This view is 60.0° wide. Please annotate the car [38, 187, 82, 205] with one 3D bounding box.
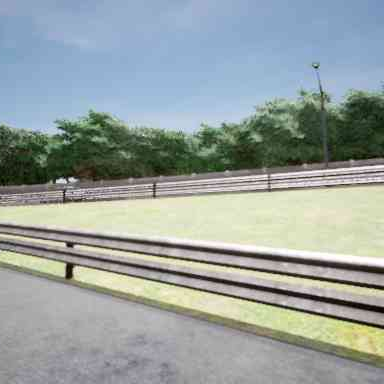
[{"bbox_3d":[-16.261,0.489,40.965,5.566,2.045,2.150,-4,-2,19],"label":"car"}]
